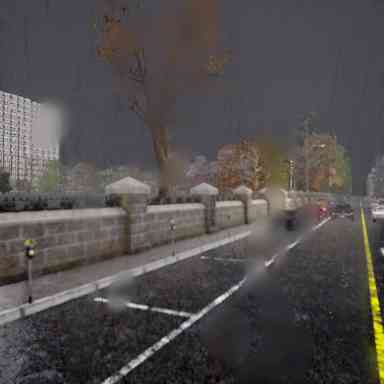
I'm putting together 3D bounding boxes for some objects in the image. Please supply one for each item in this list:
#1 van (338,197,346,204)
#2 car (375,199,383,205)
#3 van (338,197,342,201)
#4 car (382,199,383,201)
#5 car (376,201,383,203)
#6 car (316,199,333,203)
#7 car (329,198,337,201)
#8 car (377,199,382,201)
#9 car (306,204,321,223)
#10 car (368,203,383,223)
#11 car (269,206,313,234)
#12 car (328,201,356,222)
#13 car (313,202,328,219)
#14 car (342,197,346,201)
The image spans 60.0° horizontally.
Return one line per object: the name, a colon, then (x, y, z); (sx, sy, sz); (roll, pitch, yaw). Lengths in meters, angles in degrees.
van: (38.986, 2.272, 86.185); (1.690, 1.788, 3.998); (-1, -1, 27)
car: (46.550, 2.354, 82.569); (1.752, 1.417, 4.829); (-1, -1, 27)
van: (23.801, 1.931, 56.011); (1.690, 1.788, 3.998); (-1, -1, 27)
car: (31.288, 2.067, 52.242); (1.802, 1.307, 4.206); (-1, -1, 27)
car: (20.979, 1.950, 37.690); (1.895, 1.301, 4.718); (-1, -1, 27)
car: (13.678, 1.813, 35.891); (1.967, 1.590, 4.097); (-1, -1, 27)
car: (16.208, 1.742, 40.924); (2.192, 1.841, 5.009); (-1, -1, 27)
car: (36.350, 2.161, 62.301); (1.947, 1.339, 4.313); (-1, -1, 27)
car: (8.619, 1.854, 25.835); (1.802, 1.307, 4.206); (-1, -1, 27)
car: (16.097, 1.845, 27.872); (1.895, 1.301, 4.718); (-1, -1, 27)
car: (6.088, 1.792, 20.806); (1.947, 1.339, 4.313); (-1, -1, 27)
car: (13.599, 1.815, 29.906); (1.812, 1.442, 4.674); (-1, -1, 27)
car: (11.149, 1.865, 30.863); (1.887, 1.381, 4.507); (-1, -1, 27)
car: (28.864, 2.266, 66.067); (1.947, 1.339, 4.313); (-1, -1, 27)
